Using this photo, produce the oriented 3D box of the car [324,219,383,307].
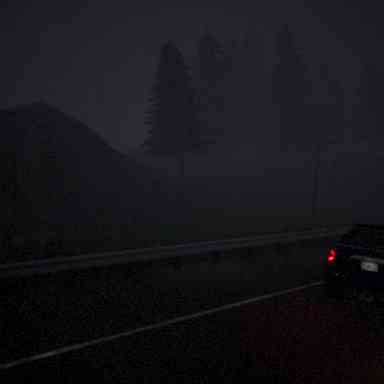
[{"bbox_3d":[4.901,1.342,7.109,4.553,1.767,2.097,0,0,-35],"label":"car"}]
